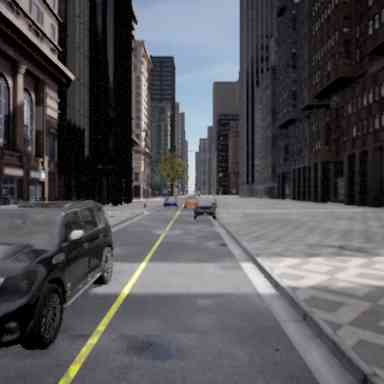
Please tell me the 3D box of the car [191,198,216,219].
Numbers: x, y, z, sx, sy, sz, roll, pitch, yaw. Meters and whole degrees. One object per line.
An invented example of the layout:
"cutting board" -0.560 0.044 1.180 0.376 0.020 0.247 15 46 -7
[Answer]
"car" 1.049 1.506 28.569 1.837 1.490 4.892 0 0 0

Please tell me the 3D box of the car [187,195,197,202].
"car" -0.004 1.464 73.150 1.994 1.385 4.181 0 0 0

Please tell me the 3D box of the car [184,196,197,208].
"car" 0.003 1.362 47.501 2.097 1.767 4.553 0 0 0

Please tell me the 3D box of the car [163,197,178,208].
"car" -3.076 1.489 48.340 1.882 1.535 5.008 0 0 0

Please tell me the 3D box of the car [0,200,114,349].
"car" -3.102 1.220 6.604 2.150 2.045 5.566 0 0 0
